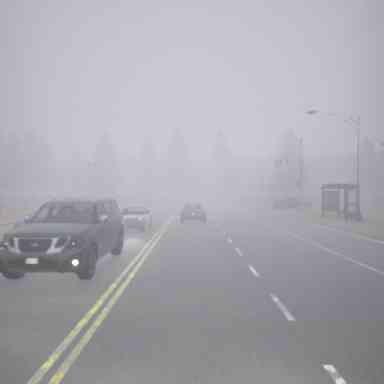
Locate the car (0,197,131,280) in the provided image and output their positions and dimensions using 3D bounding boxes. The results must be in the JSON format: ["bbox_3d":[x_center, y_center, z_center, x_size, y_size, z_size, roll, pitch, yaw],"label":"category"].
[{"bbox_3d":[-3.601,1.214,10.325,2.150,2.045,5.566,0,0,1],"label":"car"}]

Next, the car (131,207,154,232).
[{"bbox_3d":[-3.545,1.586,20.298,1.895,1.301,4.718,0,0,1],"label":"car"}]

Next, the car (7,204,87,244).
[{"bbox_3d":[-7.066,1.465,16.908,1.882,1.535,5.008,0,0,0],"label":"car"}]

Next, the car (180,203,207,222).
[{"bbox_3d":[0.098,1.544,25.814,1.994,1.385,4.181,0,0,0],"label":"car"}]

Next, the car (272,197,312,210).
[{"bbox_3d":[12.455,1.416,41.253,4.892,1.490,1.837,0,-2,-10],"label":"car"}]
